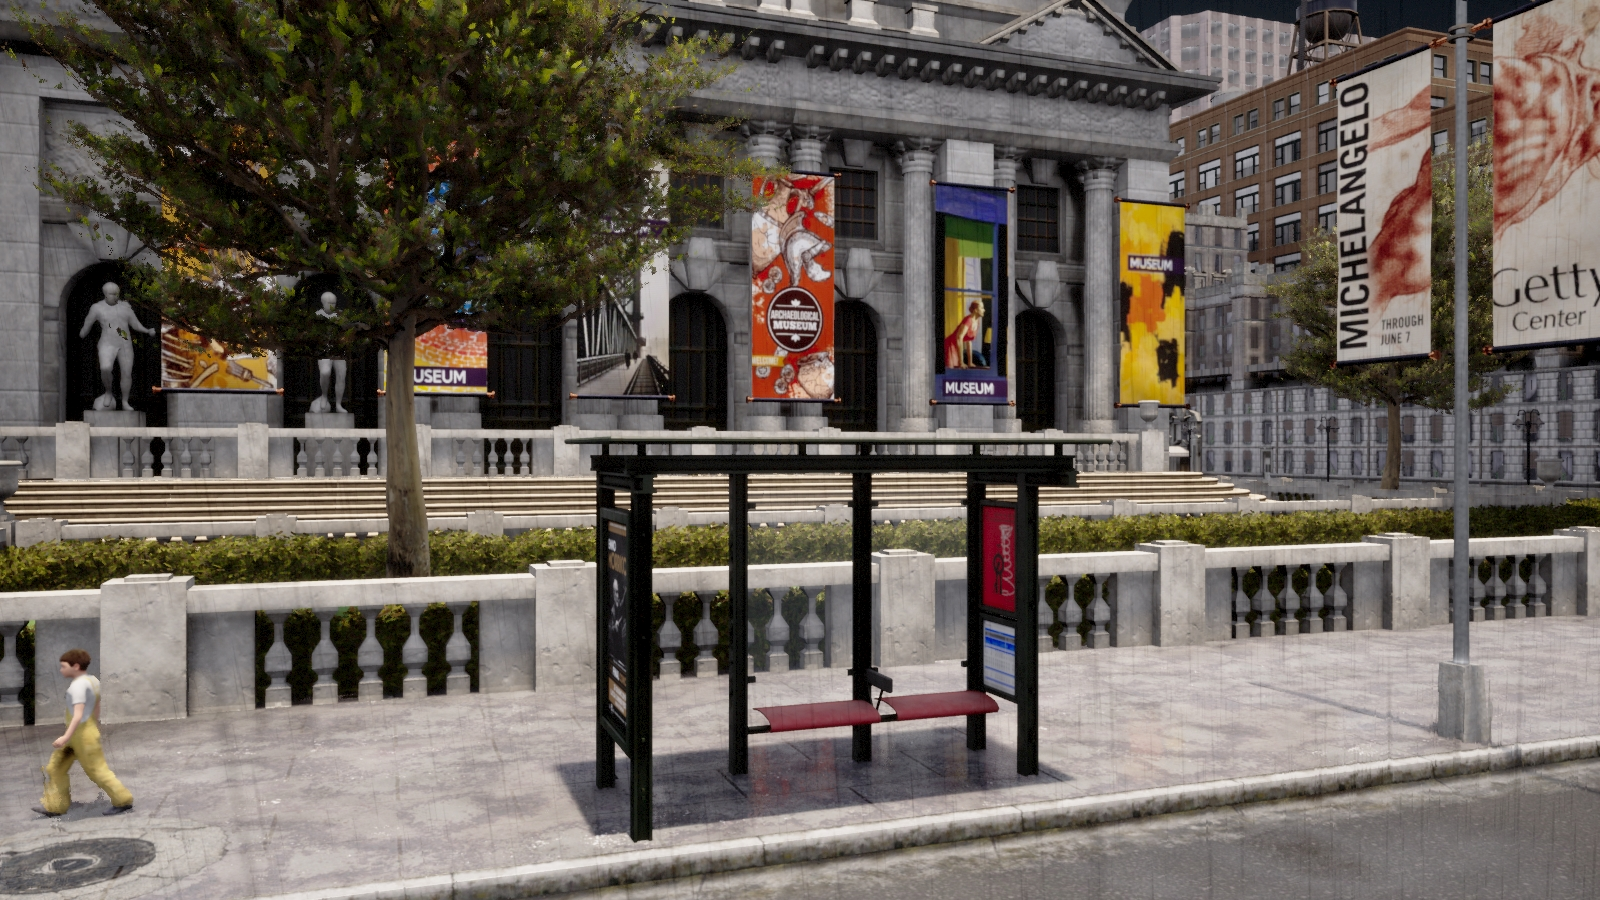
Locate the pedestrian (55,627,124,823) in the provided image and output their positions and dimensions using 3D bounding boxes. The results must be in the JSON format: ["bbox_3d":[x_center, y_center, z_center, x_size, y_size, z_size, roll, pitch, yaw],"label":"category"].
[{"bbox_3d":[-5.147,1.976,8.289,0.375,1.300,0.375,0,0,-23],"label":"pedestrian"}]
